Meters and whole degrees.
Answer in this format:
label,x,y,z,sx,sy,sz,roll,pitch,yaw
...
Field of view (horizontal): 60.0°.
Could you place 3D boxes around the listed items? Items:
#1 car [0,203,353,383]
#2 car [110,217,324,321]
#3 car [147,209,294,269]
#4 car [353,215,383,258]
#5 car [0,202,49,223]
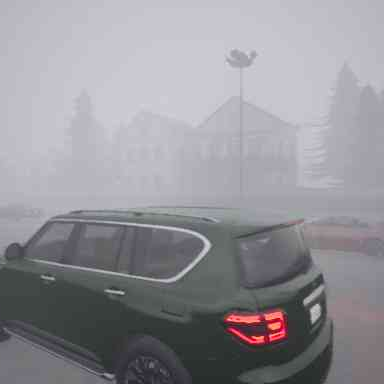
label,x,y,z,sx,sy,sz,roll,pitch,yaw
car,-1.006,1.225,4.709,5.566,2.045,2.150,0,0,35
car,0.386,1.509,8.015,4.892,1.490,1.837,0,0,35
car,0.864,1.482,11.972,5.008,1.535,1.882,0,0,35
car,5.619,1.567,12.880,4.181,1.385,1.994,0,0,35
car,-14.012,1.564,26.876,5.357,1.411,2.033,0,0,35
